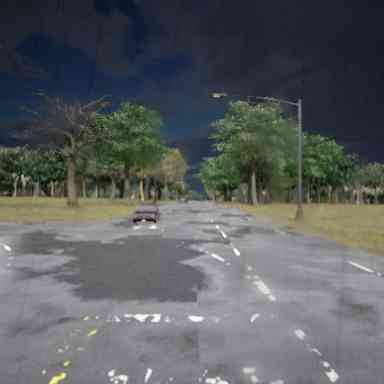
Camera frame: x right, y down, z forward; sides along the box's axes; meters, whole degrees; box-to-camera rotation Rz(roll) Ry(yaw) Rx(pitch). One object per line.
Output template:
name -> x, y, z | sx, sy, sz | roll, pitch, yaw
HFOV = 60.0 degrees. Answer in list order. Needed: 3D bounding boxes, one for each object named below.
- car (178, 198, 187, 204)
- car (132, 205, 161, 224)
car -> -2.377, 2.364, 88.214 | 1.837, 1.490, 4.892 | 0, -1, 7
car -> -3.516, 1.741, 26.829 | 2.033, 1.411, 5.357 | 0, -1, 0
